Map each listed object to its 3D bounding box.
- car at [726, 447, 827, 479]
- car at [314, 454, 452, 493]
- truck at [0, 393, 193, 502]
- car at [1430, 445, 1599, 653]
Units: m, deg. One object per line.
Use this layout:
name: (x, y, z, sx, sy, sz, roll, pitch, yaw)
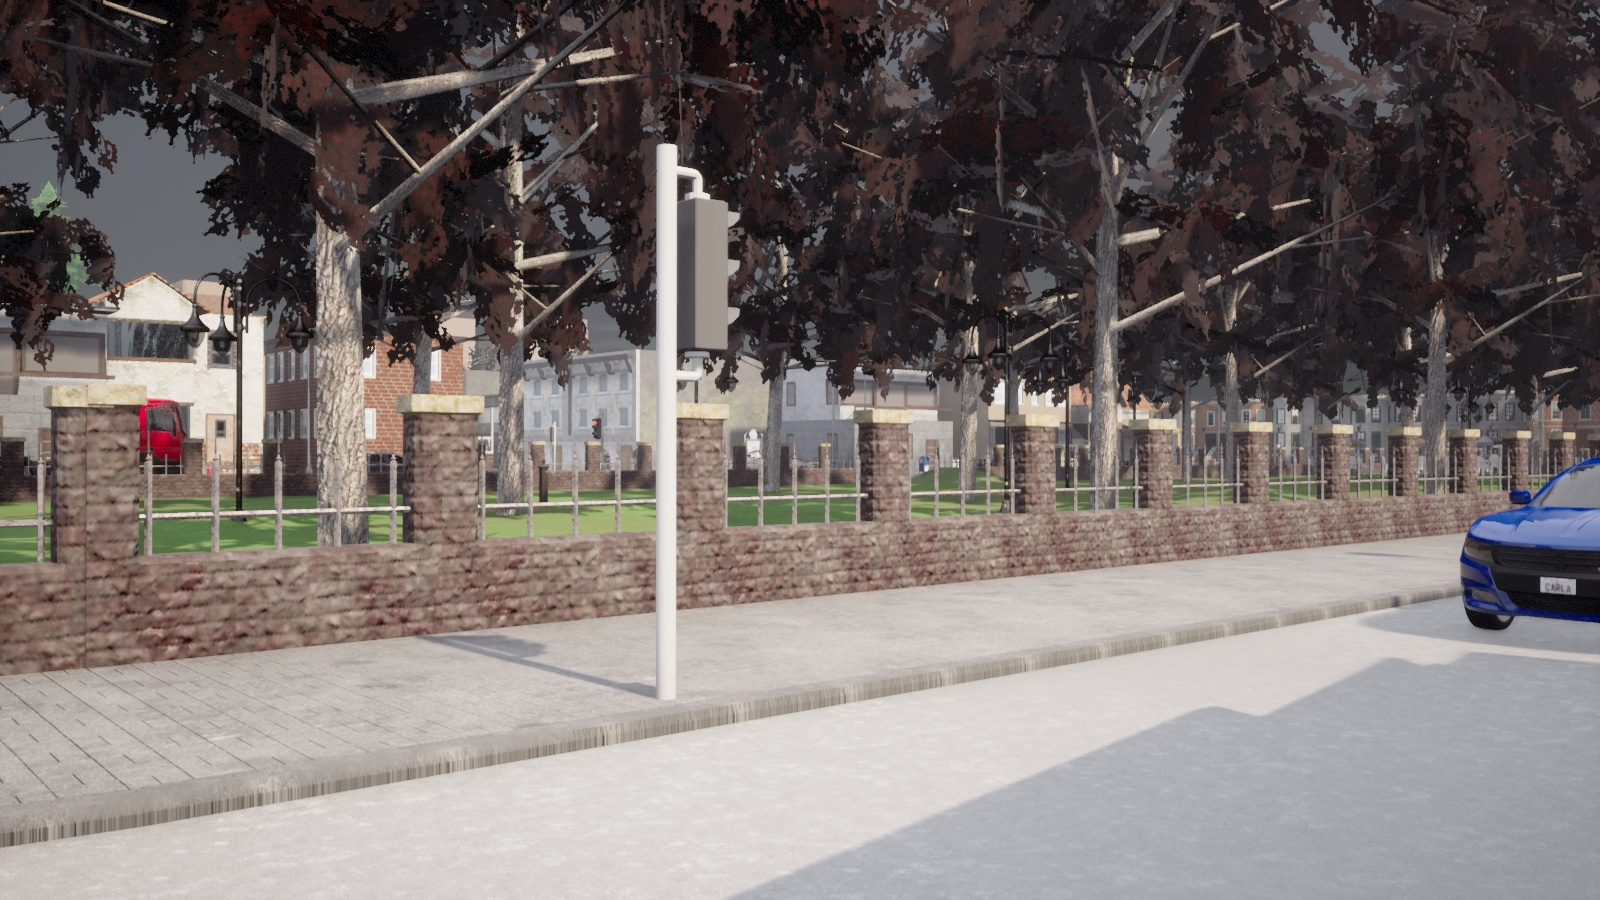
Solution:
car: (-1.195, 0.673, 65.734, 5.027, 1.651, 2.152, 0, 0, 7)
car: (-16.541, 0.899, 49.950, 4.892, 1.490, 1.837, 0, 0, -43)
truck: (-25.175, -0.084, 42.380, 7.936, 3.462, 2.891, 0, 0, -45)
car: (7.637, 0.730, 11.085, 5.008, 1.535, 1.882, 0, 0, -40)
